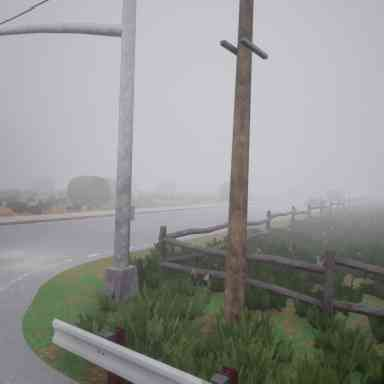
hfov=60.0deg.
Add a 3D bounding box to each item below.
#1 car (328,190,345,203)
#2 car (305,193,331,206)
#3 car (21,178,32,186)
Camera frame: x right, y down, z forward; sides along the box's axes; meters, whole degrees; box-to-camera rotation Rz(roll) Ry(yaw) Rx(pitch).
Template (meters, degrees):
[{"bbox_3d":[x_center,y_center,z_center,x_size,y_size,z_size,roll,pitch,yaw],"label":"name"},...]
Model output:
[{"bbox_3d":[23.037,0.799,53.229,2.150,2.045,5.566,3,2,33],"label":"car"},{"bbox_3d":[15.893,1.200,42.335,1.895,1.301,4.718,3,2,33],"label":"car"},{"bbox_3d":[-39.107,-2.271,79.194,1.905,1.878,3.866,8,2,-13],"label":"car"}]
